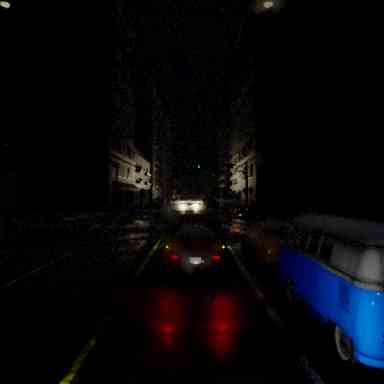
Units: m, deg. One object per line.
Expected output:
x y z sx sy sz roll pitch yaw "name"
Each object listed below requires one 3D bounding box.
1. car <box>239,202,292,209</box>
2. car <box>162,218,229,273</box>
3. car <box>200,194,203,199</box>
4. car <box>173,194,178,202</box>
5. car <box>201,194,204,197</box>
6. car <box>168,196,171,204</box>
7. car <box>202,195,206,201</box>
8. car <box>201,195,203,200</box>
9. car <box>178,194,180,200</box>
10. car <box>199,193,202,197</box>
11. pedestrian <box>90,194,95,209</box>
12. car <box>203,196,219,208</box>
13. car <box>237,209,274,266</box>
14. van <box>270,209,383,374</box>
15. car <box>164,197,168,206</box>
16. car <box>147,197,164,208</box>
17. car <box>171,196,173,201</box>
6.010 1.539 26.536 4.892 1.490 1.837 0 -3 -21 "car"
0.091 1.539 10.579 1.812 1.442 4.674 0 0 0 "car"
3.334 1.647 76.478 1.947 1.339 4.313 1 0 1 "car"
-5.123 1.612 81.934 1.752 1.417 4.829 1 0 1 "car"
3.194 1.616 65.418 1.887 1.381 4.507 1 0 1 "car"
-5.401 1.618 59.988 2.008 1.369 4.403 1 0 1 "car"
3.054 1.606 54.357 1.887 1.381 4.507 1 0 1 "car"
3.124 1.617 59.887 2.008 1.369 4.403 1 0 1 "car"
-5.051 1.657 87.633 1.947 1.339 4.313 1 0 1 "car"
3.474 1.641 87.539 2.008 1.369 4.403 1 0 1 "car"
-12.364 1.198 41.198 0.375 1.860 0.375 0 -1 0 "pedestrian"
2.984 1.622 48.827 1.947 1.339 4.313 1 0 1 "car"
2.674 1.539 11.333 1.752 1.417 4.829 1 0 0 "car"
2.676 1.348 5.490 1.690 1.788 3.998 1 0 0 "van"
-5.471 1.628 54.460 1.947 1.339 4.313 1 0 1 "car"
-5.541 1.639 48.931 1.802 1.307 4.206 1 0 1 "car"
-5.331 1.618 65.517 1.887 1.381 4.507 1 0 1 "car"
